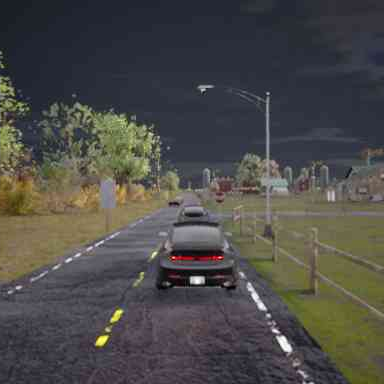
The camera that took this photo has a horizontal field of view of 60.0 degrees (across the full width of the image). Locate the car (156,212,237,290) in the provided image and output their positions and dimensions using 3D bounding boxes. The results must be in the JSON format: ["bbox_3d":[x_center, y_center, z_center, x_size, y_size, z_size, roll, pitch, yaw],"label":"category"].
[{"bbox_3d":[0.105,1.534,9.161,1.837,1.490,4.892,0,0,0],"label":"car"}]

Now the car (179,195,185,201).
[{"bbox_3d":[-2.712,1.620,69.267,1.882,1.535,5.008,0,0,0],"label":"car"}]

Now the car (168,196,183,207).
[{"bbox_3d":[-2.809,1.726,53.193,1.895,1.301,4.718,0,0,0],"label":"car"}]

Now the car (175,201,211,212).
[{"bbox_3d":[0.110,1.566,21.014,1.837,1.490,4.892,0,0,0],"label":"car"}]

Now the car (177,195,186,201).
[{"bbox_3d":[-2.704,1.532,84.000,2.128,1.511,4.902,0,0,0],"label":"car"}]
